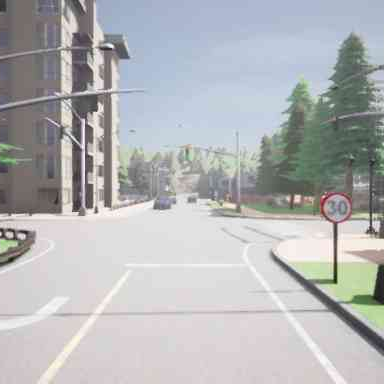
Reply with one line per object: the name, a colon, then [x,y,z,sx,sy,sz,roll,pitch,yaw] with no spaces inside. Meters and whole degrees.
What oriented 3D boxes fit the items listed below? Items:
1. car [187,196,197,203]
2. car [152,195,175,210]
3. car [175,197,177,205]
car: [-0.007,1.393,62.411,2.033,1.411,5.357,0,0,0]
car: [-3.591,1.251,40.795,2.097,1.767,4.553,0,0,0]
car: [-3.558,1.352,56.748,2.128,1.511,4.902,0,0,1]
